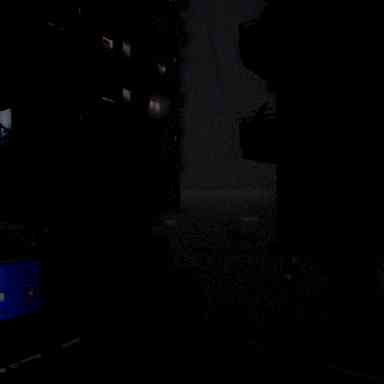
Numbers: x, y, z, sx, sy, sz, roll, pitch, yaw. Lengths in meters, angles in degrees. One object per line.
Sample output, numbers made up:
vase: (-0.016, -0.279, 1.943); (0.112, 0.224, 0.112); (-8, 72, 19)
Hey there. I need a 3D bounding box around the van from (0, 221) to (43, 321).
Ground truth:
van: (-4.418, 1.358, 6.027); (3.998, 1.788, 1.690); (0, 0, 35)
